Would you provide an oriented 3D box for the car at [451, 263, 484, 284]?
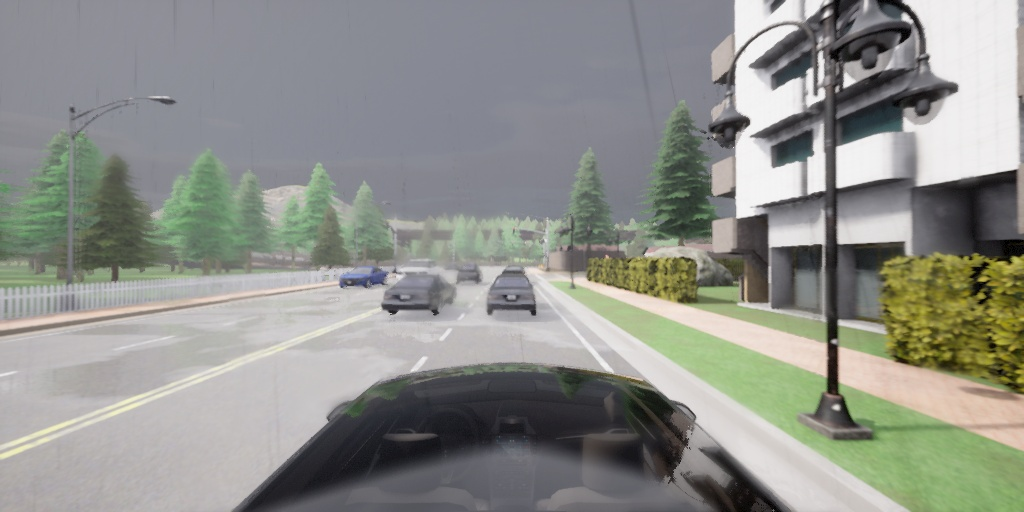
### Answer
[{"bbox_3d":[-3.503,1.551,30.332,2.128,1.511,4.902,0,0,0],"label":"car"}]

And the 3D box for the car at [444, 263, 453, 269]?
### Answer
[{"bbox_3d":[-10.584,1.972,62.896,1.994,1.385,4.181,0,-1,1],"label":"car"}]

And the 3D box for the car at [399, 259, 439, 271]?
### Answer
[{"bbox_3d":[-7.026,1.254,27.458,2.150,2.045,5.566,0,-1,0],"label":"car"}]

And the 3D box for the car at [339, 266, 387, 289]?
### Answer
[{"bbox_3d":[-10.540,1.486,25.768,1.882,1.535,5.008,0,-1,0],"label":"car"}]

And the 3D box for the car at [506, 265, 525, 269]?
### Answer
[{"bbox_3d":[0.316,1.542,31.036,1.882,1.535,5.008,0,0,7],"label":"car"}]

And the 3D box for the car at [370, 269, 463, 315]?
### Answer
[{"bbox_3d":[-3.503,1.434,14.367,2.033,1.411,5.357,0,-1,1],"label":"car"}]

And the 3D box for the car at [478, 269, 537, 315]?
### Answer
[{"bbox_3d":[0.000,1.434,14.344,2.033,1.411,5.357,0,-1,0],"label":"car"}]
